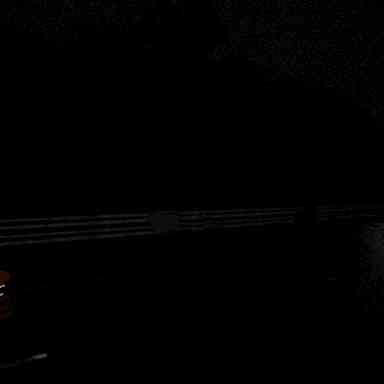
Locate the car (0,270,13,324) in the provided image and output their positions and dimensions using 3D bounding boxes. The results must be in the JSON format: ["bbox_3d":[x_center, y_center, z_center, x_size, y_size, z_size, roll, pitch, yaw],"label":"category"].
[{"bbox_3d":[-5.181,1.477,4.350,5.008,1.535,1.882,0,0,-35],"label":"car"}]
